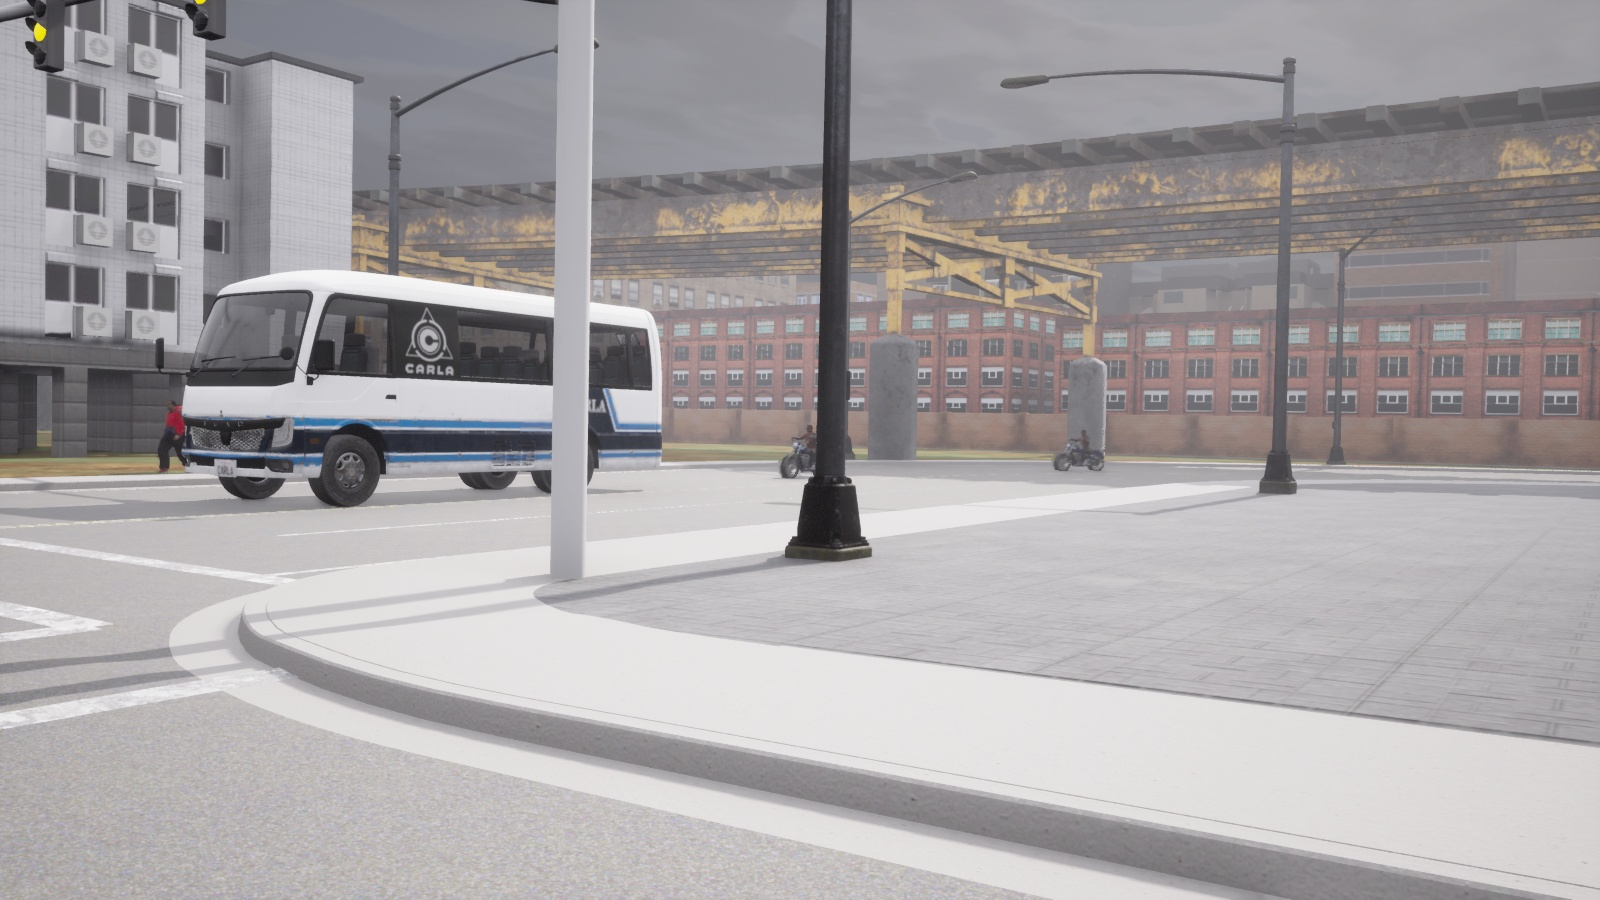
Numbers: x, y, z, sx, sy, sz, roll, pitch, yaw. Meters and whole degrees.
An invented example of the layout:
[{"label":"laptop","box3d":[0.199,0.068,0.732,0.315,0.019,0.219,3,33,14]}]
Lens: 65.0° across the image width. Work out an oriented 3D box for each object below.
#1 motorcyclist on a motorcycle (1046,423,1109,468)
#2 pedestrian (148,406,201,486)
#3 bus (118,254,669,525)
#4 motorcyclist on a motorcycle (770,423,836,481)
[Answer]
[{"label":"motorcyclist on a motorcycle","box3d":[10.469,-0.173,47.382,2.350,1.649,0.766,-1,2,-28]},{"label":"pedestrian","box3d":[-14.670,-0.110,29.456,0.634,1.844,0.899,1,1,34]},{"label":"bus","box3d":[-7.391,-1.054,25.062,3.944,4.253,10.273,1,1,33]},{"label":"motorcyclist on a motorcycle","box3d":[0.103,0.038,36.744,0.766,1.649,2.350,1,2,33]}]
